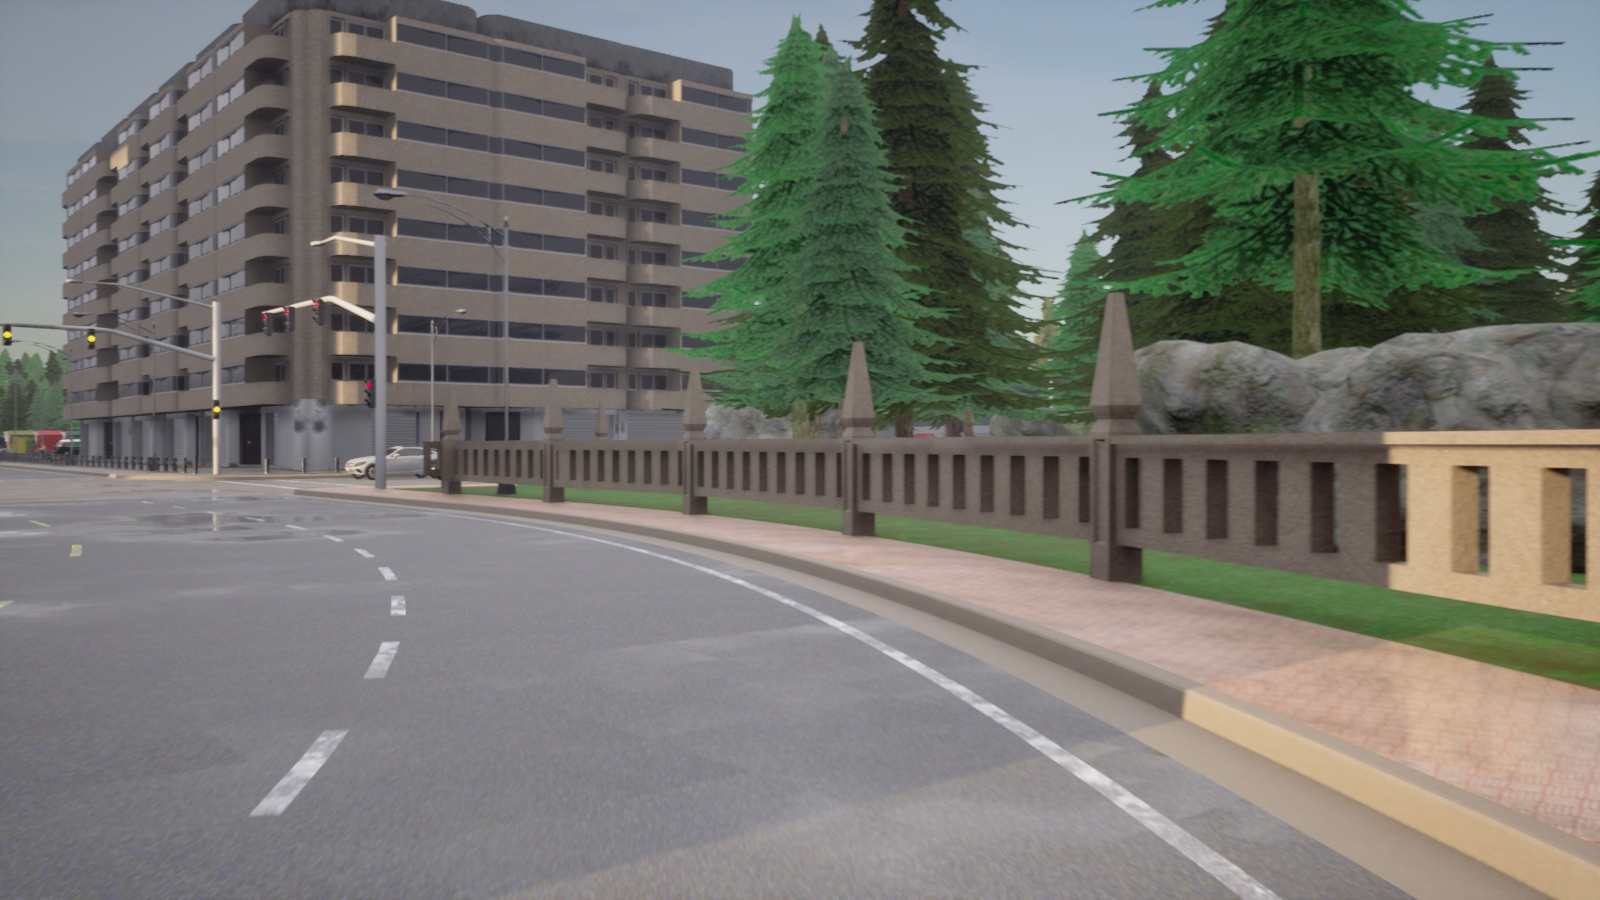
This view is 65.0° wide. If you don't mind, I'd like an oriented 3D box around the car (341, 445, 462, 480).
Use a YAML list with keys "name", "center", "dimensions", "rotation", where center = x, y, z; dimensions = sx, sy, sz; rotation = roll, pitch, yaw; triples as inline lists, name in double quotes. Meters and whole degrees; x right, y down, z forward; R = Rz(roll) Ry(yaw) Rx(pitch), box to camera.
- name: "car"
  center: [-17.359, 0.519, 54.845]
  dimensions: [4.674, 1.442, 1.812]
  rotation: [0, 0, -40]
